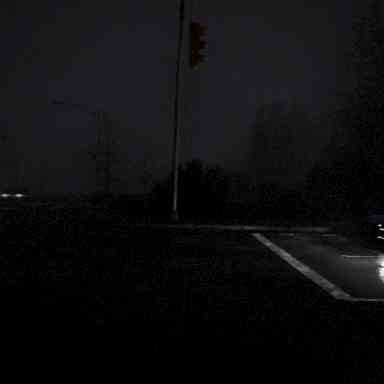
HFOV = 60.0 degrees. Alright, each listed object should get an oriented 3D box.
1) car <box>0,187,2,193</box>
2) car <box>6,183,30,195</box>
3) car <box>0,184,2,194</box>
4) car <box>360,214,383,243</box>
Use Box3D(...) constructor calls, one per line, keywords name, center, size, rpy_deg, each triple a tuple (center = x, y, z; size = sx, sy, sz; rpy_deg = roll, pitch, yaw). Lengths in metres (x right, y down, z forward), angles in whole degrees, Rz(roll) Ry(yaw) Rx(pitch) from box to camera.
Box3D(name="car", center=(-20.167, -0.316, 32.063), size=(2.033, 1.411, 5.357), rpy_deg=(2, 0, -12))
Box3D(name="car", center=(-22.951, -0.463, 44.037), size=(1.882, 1.535, 5.008), rpy_deg=(1, 0, -13))
Box3D(name="car", center=(-26.240, -0.426, 42.753), size=(1.895, 1.301, 4.718), rpy_deg=(1, 0, -13))
Box3D(name="car", center=(8.554, 1.129, 11.572), size=(5.008, 1.535, 1.882), rpy_deg=(1, 3, 1))
